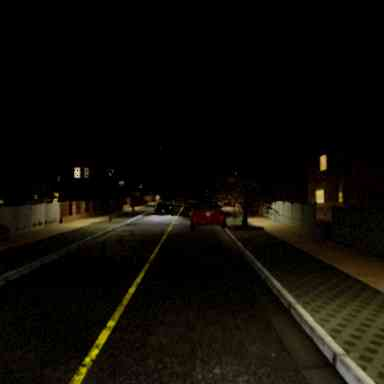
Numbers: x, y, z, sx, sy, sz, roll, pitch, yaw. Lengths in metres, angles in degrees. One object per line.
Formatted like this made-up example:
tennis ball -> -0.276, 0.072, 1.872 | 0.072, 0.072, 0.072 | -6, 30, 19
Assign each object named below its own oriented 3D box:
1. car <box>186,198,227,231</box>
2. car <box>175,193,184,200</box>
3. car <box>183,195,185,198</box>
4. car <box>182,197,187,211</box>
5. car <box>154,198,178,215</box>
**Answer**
car -> 0.918, 1.319, 21.018 | 2.097, 1.767, 4.553 | -3, -1, 0
car -> -2.763, 1.181, 76.525 | 2.150, 2.045, 5.566 | 0, 0, 0
car -> -0.009, 1.599, 52.419 | 1.812, 1.442, 4.674 | 0, 0, 0
car -> 0.023, 1.652, 41.939 | 1.895, 1.301, 4.718 | 0, 0, 0
car -> -2.852, 1.640, 35.204 | 1.895, 1.301, 4.718 | 0, 0, 0
